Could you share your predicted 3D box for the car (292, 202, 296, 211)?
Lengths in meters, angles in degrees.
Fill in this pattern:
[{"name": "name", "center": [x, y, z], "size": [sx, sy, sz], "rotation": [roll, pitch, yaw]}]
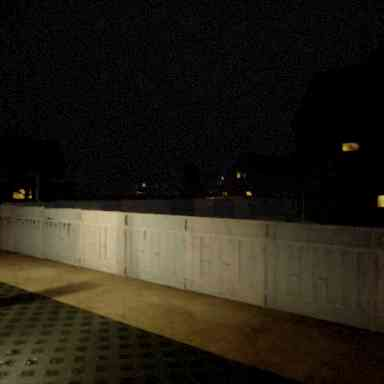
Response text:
[{"name": "car", "center": [13.126, 1.299, 38.130], "size": [4.553, 1.767, 2.097], "rotation": [0, 0, -31]}]
